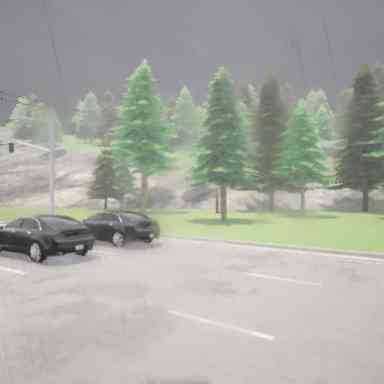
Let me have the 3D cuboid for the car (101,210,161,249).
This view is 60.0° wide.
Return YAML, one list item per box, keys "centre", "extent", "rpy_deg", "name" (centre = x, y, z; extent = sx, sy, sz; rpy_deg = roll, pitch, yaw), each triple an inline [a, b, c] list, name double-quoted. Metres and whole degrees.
- centre: [-3.641, 1.572, 15.078]
  extent: [4.892, 1.490, 1.837]
  rpy_deg: [0, 0, 35]
  name: "car"

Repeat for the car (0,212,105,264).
- centre: [-5.657, 1.572, 12.220]
  extent: [4.892, 1.490, 1.837]
  rpy_deg: [0, 0, 35]
  name: "car"
